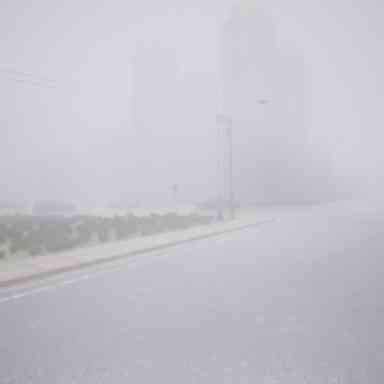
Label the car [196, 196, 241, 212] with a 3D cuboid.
[{"bbox_3d":[2.674,1.228,34.980,5.008,1.535,1.882,-1,0,35],"label":"car"}]

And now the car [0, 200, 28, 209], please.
[{"bbox_3d":[-27.388,1.917,51.009,5.357,1.411,2.033,-1,0,34],"label":"car"}]

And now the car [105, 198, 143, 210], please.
[{"bbox_3d":[-8.711,1.525,42.659,5.357,1.411,2.033,-1,0,34],"label":"car"}]

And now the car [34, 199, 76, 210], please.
[{"bbox_3d":[-15.567,1.639,37.955,2.242,1.667,4.611,-1,0,35],"label":"car"}]
